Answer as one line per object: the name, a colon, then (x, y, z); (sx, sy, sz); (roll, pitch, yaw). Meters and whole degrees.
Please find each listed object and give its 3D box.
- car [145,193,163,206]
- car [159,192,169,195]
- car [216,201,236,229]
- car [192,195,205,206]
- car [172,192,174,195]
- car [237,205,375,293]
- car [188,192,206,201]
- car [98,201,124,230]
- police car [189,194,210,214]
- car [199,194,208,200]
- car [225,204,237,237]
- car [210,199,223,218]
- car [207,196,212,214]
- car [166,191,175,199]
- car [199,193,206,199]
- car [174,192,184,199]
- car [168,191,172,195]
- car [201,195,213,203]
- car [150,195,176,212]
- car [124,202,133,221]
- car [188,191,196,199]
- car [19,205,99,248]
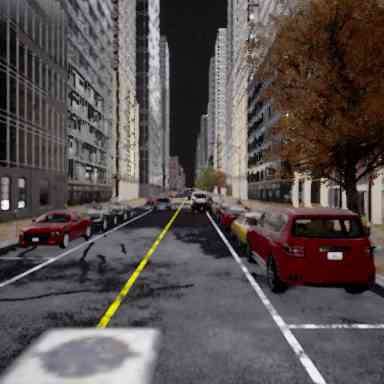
car: (-5.699, 1.284, 48.385); (1.887, 1.381, 4.507); (0, 0, 0)
car: (-5.700, 1.106, 59.737); (1.967, 1.590, 4.097); (0, 0, 0)
car: (2.689, 1.448, 20.003); (1.887, 1.381, 4.507); (0, 0, 0)
car: (0.886, 1.216, 48.588); (1.882, 1.535, 5.008); (0, 0, 0)
car: (-5.706, 1.130, 76.763); (1.802, 1.307, 4.206); (1, 0, 0)
car: (2.694, 1.274, 8.653); (2.192, 1.841, 5.009); (0, 0, 0)
car: (0.888, 1.000, 42.617); (2.150, 2.045, 5.566); (0, 0, 0)
car: (-5.691, 1.454, 20.007); (2.008, 1.369, 4.403); (0, 0, 0)
police car: (0.890, 1.259, 32.698); (1.930, 1.638, 5.238); (0, 0, 0)
car: (2.675, 1.130, 76.751); (1.802, 1.307, 4.206); (1, 0, 0)
car: (2.691, 1.456, 14.499); (1.752, 1.417, 4.829); (0, 0, 0)
car: (2.688, 1.424, 25.677); (2.008, 1.369, 4.403); (0, 0, 0)
car: (2.686, 1.366, 31.524); (1.752, 1.417, 4.829); (0, 0, 0)
car: (-5.707, 0.778, 88.113); (2.192, 1.841, 5.009); (1, 0, 0)
car: (2.672, 0.988, 88.270); (1.752, 1.417, 4.829); (1, 0, 0)
car: (-3.023, 0.896, 77.260); (1.837, 1.490, 4.892); (0, 0, 0)
car: (-5.701, 0.943, 65.411); (2.192, 1.841, 5.009); (0, 0, 0)
car: (2.679, 1.232, 59.728); (1.947, 1.339, 4.313); (0, 0, 0)
car: (-3.106, 1.338, 36.277); (1.812, 1.442, 4.674); (0, 0, 0)
car: (-5.692, 1.424, 25.682); (2.008, 1.369, 4.403); (0, 0, 0)
car: (-0.024, 0.730, 83.038); (2.097, 1.767, 4.553); (0, 0, 0)
car: (-5.690, 1.476, 14.332); (1.887, 1.381, 4.507); (0, 0, 0)
